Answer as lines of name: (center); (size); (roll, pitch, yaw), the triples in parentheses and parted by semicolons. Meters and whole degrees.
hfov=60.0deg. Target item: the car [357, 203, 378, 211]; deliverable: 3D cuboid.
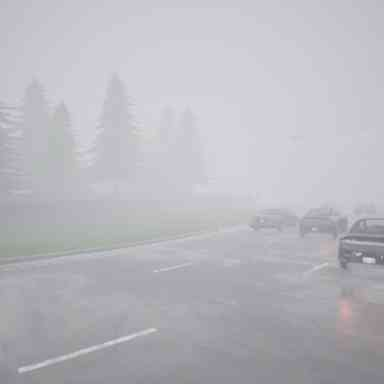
car: (18.373, 1.817, 35.043); (1.895, 1.301, 4.718); (-1, -1, 33)

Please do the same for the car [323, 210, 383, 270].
car: (6.053, 1.554, 10.494); (2.128, 1.511, 4.902); (-1, -1, 38)

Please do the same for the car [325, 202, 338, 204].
car: (15.617, 1.833, 37.230); (1.994, 1.385, 4.181); (-1, -1, 33)

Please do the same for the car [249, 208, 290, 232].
car: (5.508, 1.742, 21.610); (2.033, 1.411, 5.357); (-1, -1, 33)

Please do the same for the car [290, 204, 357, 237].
car: (7.349, 1.630, 18.284); (2.128, 1.511, 4.902); (-1, -1, 34)
